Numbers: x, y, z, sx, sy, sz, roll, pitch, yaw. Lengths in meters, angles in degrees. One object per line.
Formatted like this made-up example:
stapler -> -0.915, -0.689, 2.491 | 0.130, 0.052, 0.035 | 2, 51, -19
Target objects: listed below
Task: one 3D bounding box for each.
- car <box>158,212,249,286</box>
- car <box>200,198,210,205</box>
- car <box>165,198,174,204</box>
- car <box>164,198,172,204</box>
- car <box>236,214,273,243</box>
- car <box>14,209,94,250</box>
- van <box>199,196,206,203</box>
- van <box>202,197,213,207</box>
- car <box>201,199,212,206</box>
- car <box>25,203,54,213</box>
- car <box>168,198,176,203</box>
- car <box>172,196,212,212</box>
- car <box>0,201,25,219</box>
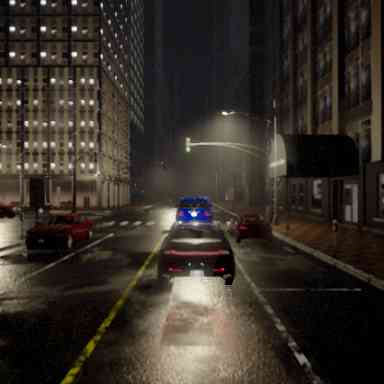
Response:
car -> 0.109, 1.567, 9.633 | 2.128, 1.511, 4.902 | 0, 0, 0
car -> 2.754, 2.090, 71.390 | 2.008, 1.369, 4.403 | 0, 0, 0
car -> -5.615, 2.186, 82.792 | 1.947, 1.339, 4.313 | 0, 0, 0
car -> -5.621, 2.125, 77.096 | 1.887, 1.381, 4.507 | 0, 0, 0
car -> 2.830, 1.709, 16.405 | 1.802, 1.307, 4.206 | 0, 0, 0
car -> -5.811, 1.661, 15.037 | 1.887, 1.381, 4.507 | 0, 0, 0
van -> 2.770, 2.002, 88.482 | 1.690, 1.788, 3.998 | 0, 0, 0
van -> 2.742, 1.796, 59.999 | 1.690, 1.788, 3.998 | 0, 0, 0
car -> 2.748, 2.048, 65.693 | 2.008, 1.369, 4.403 | 0, 0, 0
car -> -18.485, 1.801, 38.770 | 4.403, 1.369, 2.008 | 0, 0, 1
car -> -5.604, 2.267, 94.185 | 1.947, 1.339, 4.313 | 0, 0, 0
car -> 0.116, 1.381, 21.040 | 2.150, 2.045, 5.566 | 0, -1, 0
car -> -18.580, 1.545, 30.390 | 5.009, 1.841, 2.192 | 0, 0, 1
